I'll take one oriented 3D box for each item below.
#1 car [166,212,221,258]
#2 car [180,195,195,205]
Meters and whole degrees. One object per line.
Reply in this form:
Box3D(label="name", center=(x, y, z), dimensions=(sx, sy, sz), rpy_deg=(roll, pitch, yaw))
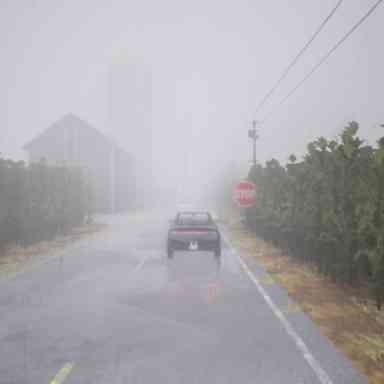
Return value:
Box3D(label="car", center=(0.070, 1.499, 12.751), dimensions=(2.128, 1.511, 4.902), rpy_deg=(0, 0, 1))
Box3D(label="car", center=(-0.987, 1.563, 60.838), dimensions=(1.812, 1.442, 4.674), rpy_deg=(0, 0, 5))
